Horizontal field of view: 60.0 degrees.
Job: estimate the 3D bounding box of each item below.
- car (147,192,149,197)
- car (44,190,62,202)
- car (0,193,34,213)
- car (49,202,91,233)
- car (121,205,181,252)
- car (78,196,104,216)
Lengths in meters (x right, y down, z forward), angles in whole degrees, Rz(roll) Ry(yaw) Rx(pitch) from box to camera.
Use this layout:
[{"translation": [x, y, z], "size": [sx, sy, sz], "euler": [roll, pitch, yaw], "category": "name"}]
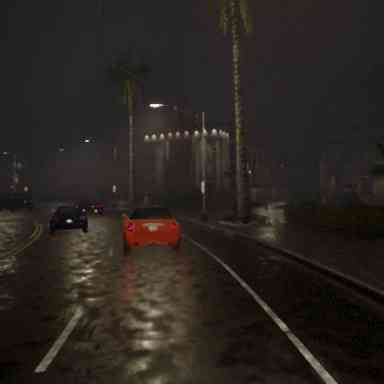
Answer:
[{"translation": [-8.653, 1.169, 69.807], "size": [4.674, 1.452, 2.002], "euler": [0, 0, 26], "category": "car"}, {"translation": [-28.723, 1.080, 66.926], "size": [4.553, 1.767, 2.185], "euler": [0, 0, 26], "category": "car"}, {"translation": [-19.252, 1.139, 36.114], "size": [5.566, 2.045, 2.150], "euler": [0, 0, 41], "category": "car"}, {"translation": [-7.231, 1.509, 19.463], "size": [1.994, 1.385, 4.181], "euler": [0, 0, -21], "category": "car"}, {"translation": [-1.832, 1.302, 13.896], "size": [2.097, 1.767, 4.553], "euler": [0, 0, -12], "category": "car"}, {"translation": [-9.813, 1.412, 31.025], "size": [1.837, 1.490, 4.892], "euler": [0, 0, -36], "category": "car"}]
